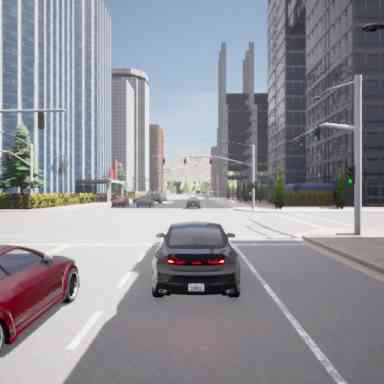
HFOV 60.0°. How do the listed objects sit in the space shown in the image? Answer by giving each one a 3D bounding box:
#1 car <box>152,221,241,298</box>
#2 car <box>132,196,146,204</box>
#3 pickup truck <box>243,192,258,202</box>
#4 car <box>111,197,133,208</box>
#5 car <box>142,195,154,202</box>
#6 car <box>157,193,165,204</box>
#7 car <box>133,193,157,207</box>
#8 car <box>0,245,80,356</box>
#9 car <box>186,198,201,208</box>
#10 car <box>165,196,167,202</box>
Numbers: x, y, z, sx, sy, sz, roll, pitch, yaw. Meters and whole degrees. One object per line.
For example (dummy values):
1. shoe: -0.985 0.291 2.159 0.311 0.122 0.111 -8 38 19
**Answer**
1. car: 0.095 1.504 8.523 1.837 1.490 4.892 0 0 0
2. car: -10.391 1.556 65.075 1.994 1.385 4.181 0 0 1
3. pickup truck: 13.272 1.049 72.747 2.390 2.098 6.274 0 0 31
4. car: -10.482 1.471 48.872 1.882 1.535 5.008 0 0 0
5. car: -10.338 1.509 78.167 2.128 1.511 4.902 0 0 0
6. car: -6.926 1.215 62.434 2.150 2.045 5.566 0 0 1
7. car: -6.980 1.345 49.674 2.097 1.767 4.553 0 0 0
8. car: -3.427 1.563 5.565 1.994 1.385 4.181 0 0 1
9. car: 0.185 1.519 47.227 1.812 1.442 4.674 0 0 0
10. car: -6.838 1.510 77.743 1.812 1.442 4.674 0 0 0
